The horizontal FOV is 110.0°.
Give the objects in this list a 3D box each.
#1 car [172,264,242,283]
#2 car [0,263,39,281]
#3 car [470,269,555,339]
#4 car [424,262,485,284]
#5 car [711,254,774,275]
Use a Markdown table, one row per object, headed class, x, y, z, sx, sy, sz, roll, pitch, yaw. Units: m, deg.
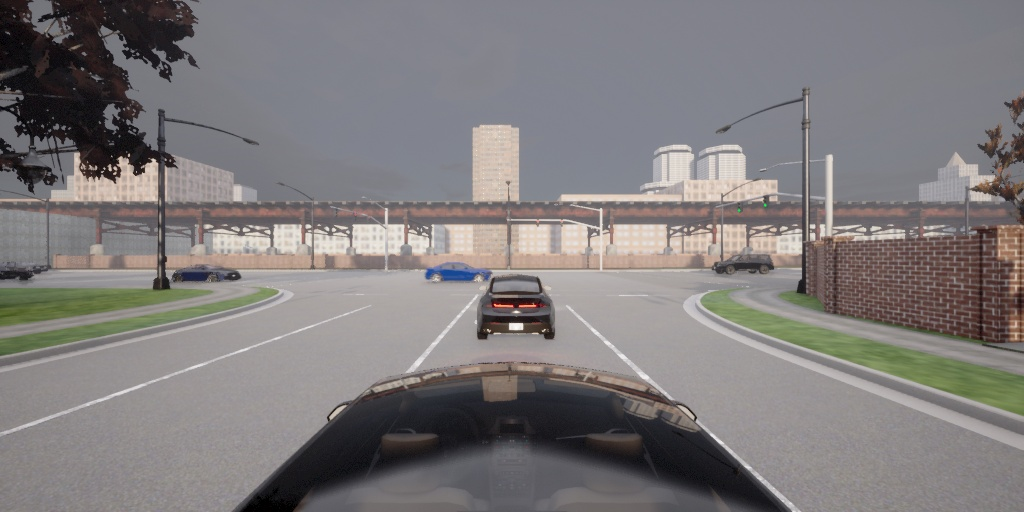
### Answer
| class | x | y | z | sx | sy | sz | roll | pitch | yaw |
| --- | --- | --- | --- | --- | --- | --- | --- | --- | --- |
| car | -23.088 | 1.314 | 27.223 | 4.181 | 1.385 | 1.994 | 0 | 0 | 2 |
| car | -40.423 | 1.393 | 27.780 | 4.718 | 1.301 | 1.895 | 0 | 0 | 2 |
| car | 0.094 | 1.256 | 10.049 | 1.837 | 1.490 | 4.892 | 0 | 0 | 0 |
| car | -3.952 | 1.216 | 26.702 | 5.008 | 1.535 | 1.882 | 0 | 0 | 2 |
| car | 23.557 | 0.835 | 36.650 | 5.566 | 2.045 | 2.150 | -1 | 0 | 3 |
